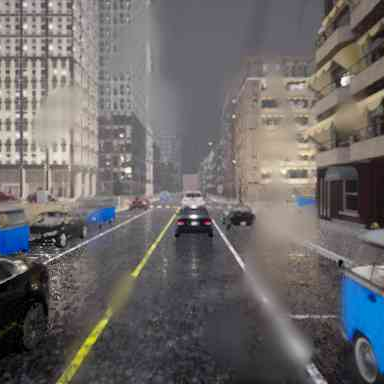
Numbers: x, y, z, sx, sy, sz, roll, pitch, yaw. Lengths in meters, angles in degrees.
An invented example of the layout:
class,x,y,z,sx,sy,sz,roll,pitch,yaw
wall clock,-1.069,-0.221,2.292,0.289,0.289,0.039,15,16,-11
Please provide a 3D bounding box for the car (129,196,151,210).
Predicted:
class,x,y,z,sx,sy,sz,roll,pitch,yaw
car,-5.699,1.155,36.547,1.967,1.590,4.097,0,0,0

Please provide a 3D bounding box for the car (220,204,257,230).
class,x,y,z,sx,sy,sz,roll,pitch,yaw
car,2.686,1.395,19.603,2.008,1.369,4.403,0,0,0

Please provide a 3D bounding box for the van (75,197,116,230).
class,x,y,z,sx,sy,sz,roll,pitch,yaw
van,-5.695,1.185,19.601,1.690,1.788,3.998,0,0,0

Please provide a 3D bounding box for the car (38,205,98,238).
class,x,y,z,sx,sy,sz,roll,pitch,yaw
car,-5.693,1.439,13.954,2.008,1.369,4.403,0,0,0

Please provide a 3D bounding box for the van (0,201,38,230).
class,x,y,z,sx,sy,sz,roll,pitch,yaw
van,-5.693,1.274,8.304,1.690,1.788,3.998,0,0,0

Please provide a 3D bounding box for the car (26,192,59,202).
class,x,y,z,sx,sy,sz,roll,pitch,yaw
car,-21.141,0.702,47.322,4.097,1.590,1.967,1,-1,0

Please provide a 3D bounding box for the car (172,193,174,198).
class,x,y,z,sx,sy,sz,roll,pitch,yaw
car,-5.710,0.846,91.054,1.752,1.417,4.829,0,0,0

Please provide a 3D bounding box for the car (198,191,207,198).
class,x,y,z,sx,sy,sz,roll,pitch,yaw
car,2.671,0.674,85.675,2.192,1.841,5.009,0,0,0

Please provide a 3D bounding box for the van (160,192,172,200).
class,x,y,z,sx,sy,sz,roll,pitch,yaw
van,-5.706,0.817,69.019,1.690,1.788,3.998,0,0,0

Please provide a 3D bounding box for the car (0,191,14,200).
class,x,y,z,sx,sy,sz,roll,pitch,yaw
car,-32.374,0.552,55.671,4.206,1.307,1.802,1,-1,0

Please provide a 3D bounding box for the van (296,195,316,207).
class,x,y,z,sx,sy,sz,roll,pitch,yaw
van,16.920,1.338,47.286,3.998,1.788,1.690,1,-1,0

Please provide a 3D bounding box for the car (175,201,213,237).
class,x,y,z,sx,sy,sz,roll,pitch,yaw
car,0.097,1.411,17.108,2.033,1.411,5.357,0,0,0

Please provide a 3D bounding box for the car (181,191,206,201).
class,x,y,z,sx,sy,sz,roll,pitch,yaw
car,0.099,0.951,34.628,2.150,2.045,5.566,0,0,0

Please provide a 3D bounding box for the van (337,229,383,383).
class,x,y,z,sx,sy,sz,roll,pitch,yaw
van,2.690,1.319,2.657,1.690,1.788,3.998,0,0,0

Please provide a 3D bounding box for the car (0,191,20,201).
class,x,y,z,sx,sy,sz,roll,pitch,yaw
car,-26.718,0.736,47.306,4.206,1.307,1.802,1,-1,0

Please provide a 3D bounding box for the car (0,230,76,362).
class,x,y,z,sx,sy,sz,roll,pitch,yaw
car,-3.100,1.464,3.237,2.128,1.511,4.902,0,0,0
